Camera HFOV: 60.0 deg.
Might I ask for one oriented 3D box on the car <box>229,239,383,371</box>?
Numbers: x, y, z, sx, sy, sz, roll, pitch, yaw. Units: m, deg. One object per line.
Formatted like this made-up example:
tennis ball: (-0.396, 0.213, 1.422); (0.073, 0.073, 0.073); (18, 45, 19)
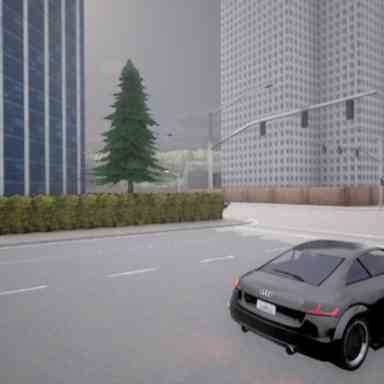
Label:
car: (2.658, 1.522, 5.678); (4.181, 1.385, 1.994); (-1, 0, -35)

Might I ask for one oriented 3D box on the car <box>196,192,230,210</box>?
car: (2.061, 1.029, 39.675); (2.150, 2.045, 5.566); (-1, 0, -35)
